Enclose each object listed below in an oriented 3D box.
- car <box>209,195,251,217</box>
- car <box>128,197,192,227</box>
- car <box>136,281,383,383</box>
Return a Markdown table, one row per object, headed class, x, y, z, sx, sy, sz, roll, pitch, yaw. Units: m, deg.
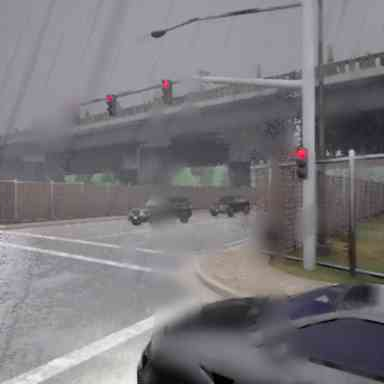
| class | x | y | z | sx | sy | sz | roll | pitch | yaw |
| --- | --- | --- | --- | --- | --- | --- | --- | --- | --- |
| car | 3.925 | 1.372 | 33.391 | 2.150 | 2.045 | 5.566 | 0 | 0 | 36 |
| car | -2.235 | 1.379 | 24.744 | 2.150 | 2.045 | 5.566 | 0 | 0 | 36 |
| car | 1.480 | 1.564 | 2.940 | 4.181 | 1.385 | 1.994 | -1 | 0 | 35 |
